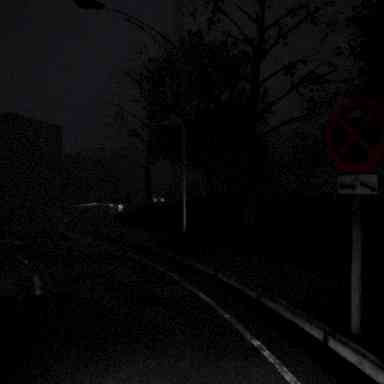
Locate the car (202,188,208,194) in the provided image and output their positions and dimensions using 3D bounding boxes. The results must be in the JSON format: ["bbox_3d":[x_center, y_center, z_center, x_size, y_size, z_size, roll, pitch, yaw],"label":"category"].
[{"bbox_3d":[2.911,-0.311,85.888,2.033,1.411,5.357,0,1,17],"label":"car"}]

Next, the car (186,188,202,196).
[{"bbox_3d":[-0.007,-0.034,76.288,2.097,1.767,4.553,0,2,17],"label":"car"}]

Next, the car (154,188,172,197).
[{"bbox_3d":[-5.871,0.158,68.144,2.150,2.045,5.566,0,2,17],"label":"car"}]

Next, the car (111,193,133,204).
[{"bbox_3d":[-10.858,0.965,51.841,1.837,1.490,4.892,0,1,17],"label":"car"}]
